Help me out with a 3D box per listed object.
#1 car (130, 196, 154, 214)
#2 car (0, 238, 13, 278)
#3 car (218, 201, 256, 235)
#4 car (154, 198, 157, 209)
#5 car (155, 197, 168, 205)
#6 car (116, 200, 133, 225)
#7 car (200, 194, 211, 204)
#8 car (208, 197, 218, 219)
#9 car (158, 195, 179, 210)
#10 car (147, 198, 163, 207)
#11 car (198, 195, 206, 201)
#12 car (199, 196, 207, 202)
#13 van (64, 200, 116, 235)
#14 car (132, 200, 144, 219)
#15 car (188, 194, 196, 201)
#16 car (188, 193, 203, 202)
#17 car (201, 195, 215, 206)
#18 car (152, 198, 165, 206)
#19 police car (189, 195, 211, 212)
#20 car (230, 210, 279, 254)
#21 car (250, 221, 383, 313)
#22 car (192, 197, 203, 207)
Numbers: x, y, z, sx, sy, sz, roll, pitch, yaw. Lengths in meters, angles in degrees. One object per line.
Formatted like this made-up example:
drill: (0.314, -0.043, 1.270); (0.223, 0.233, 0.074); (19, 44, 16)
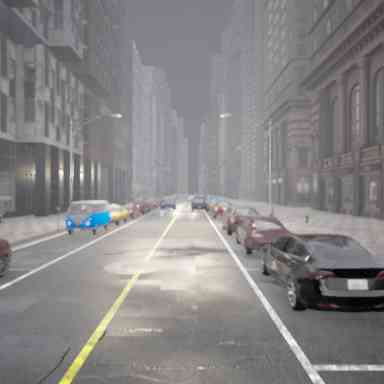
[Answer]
car: (-5.781, 1.381, 35.602); (2.192, 1.841, 5.009); (0, 0, 0)
car: (-5.768, 1.596, 7.591); (1.802, 1.307, 4.206); (0, 0, 0)
car: (2.752, 1.474, 18.814); (1.967, 1.590, 4.097); (0, 0, 0)
car: (-5.782, 1.659, 41.204); (1.802, 1.307, 4.206); (0, 0, 0)
car: (-5.792, 1.692, 63.611); (1.947, 1.339, 4.313); (0, 0, 0)
car: (-5.775, 1.570, 24.227); (1.752, 1.417, 4.829); (0, 0, 0)
car: (2.730, 1.455, 69.230); (2.192, 1.841, 5.009); (0, 0, 0)
car: (2.747, 1.495, 30.017); (1.967, 1.590, 4.097); (0, 0, 0)
car: (-3.106, 1.561, 44.675); (1.882, 1.535, 5.008); (0, 0, 0)
car: (-5.787, 1.651, 52.408); (2.008, 1.369, 4.403); (0, 0, 0)
car: (2.721, 1.639, 91.636); (1.967, 1.590, 4.097); (0, 0, 0)
car: (2.724, 1.750, 86.034); (1.947, 1.339, 4.313); (0, 0, 0)
van: (-5.774, 1.375, 18.796); (1.690, 1.788, 3.998); (0, 0, 0)
car: (-5.778, 1.637, 29.999); (1.802, 1.307, 4.206); (0, 0, 0)
car: (-0.034, 1.400, 86.760); (2.097, 1.767, 4.553); (0, 0, 0)
car: (0.878, 1.446, 50.031); (2.097, 1.767, 4.553); (0, 0, 0)
car: (2.735, 1.428, 58.026); (2.192, 1.841, 5.009); (0, 0, 0)
car: (-5.789, 1.679, 58.009); (1.947, 1.339, 4.313); (0, 0, 0)
police car: (0.883, 1.500, 40.170); (1.930, 1.638, 5.238); (0, 0, 0)
car: (2.755, 1.605, 13.213); (1.802, 1.307, 4.206); (0, 0, 0)
car: (2.757, 1.579, 7.611); (1.947, 1.339, 4.313); (0, 0, 0)
car: (0.876, 1.634, 56.061); (1.812, 1.442, 4.674); (0, 0, 0)
